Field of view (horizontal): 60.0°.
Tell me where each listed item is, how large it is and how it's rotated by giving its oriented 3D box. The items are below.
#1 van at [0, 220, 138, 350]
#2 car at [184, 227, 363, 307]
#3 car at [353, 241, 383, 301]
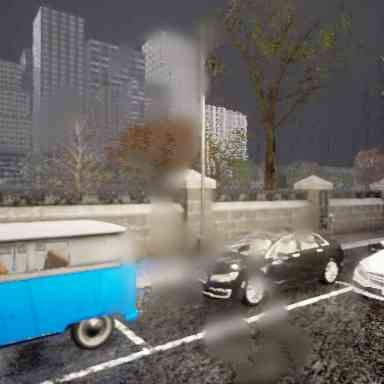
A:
[{"bbox_3d":[-2.736,1.341,4.607,3.998,1.788,1.690,0,0,-36],"label":"van"},{"bbox_3d":[1.848,1.546,7.877,4.403,1.369,2.008,0,0,-36],"label":"car"},{"bbox_3d":[5.408,1.519,7.237,4.674,1.442,1.812,0,0,-35],"label":"car"}]
